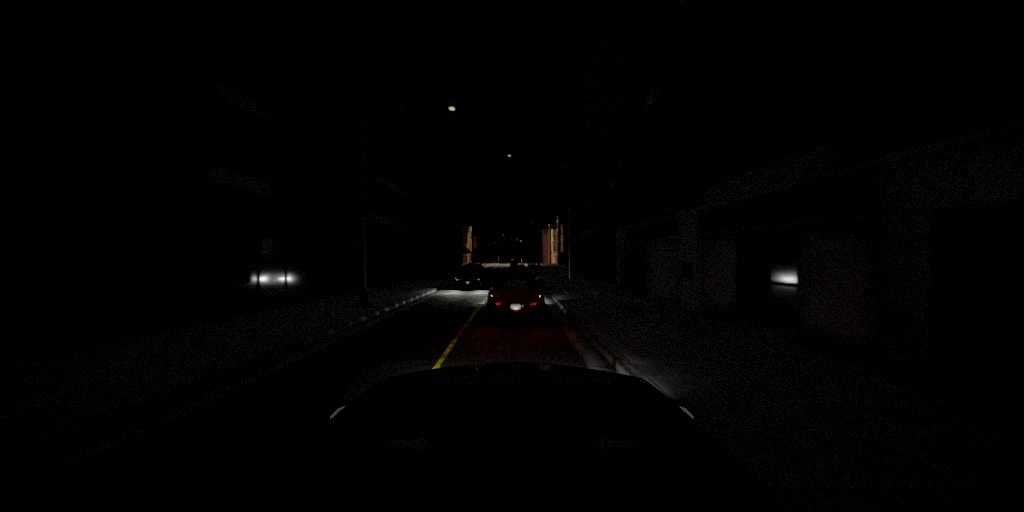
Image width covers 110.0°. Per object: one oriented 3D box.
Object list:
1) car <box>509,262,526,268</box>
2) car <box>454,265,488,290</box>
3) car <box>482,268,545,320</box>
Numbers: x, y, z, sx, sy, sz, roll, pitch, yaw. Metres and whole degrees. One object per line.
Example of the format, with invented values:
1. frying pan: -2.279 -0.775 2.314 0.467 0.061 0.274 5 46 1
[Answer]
1. car: 0.479 1.417 28.974 2.033 1.411 5.357 0 0 1
2. car: -2.601 1.351 23.785 1.837 1.490 4.892 0 0 1
3. car: 0.147 1.323 12.723 1.812 1.442 4.674 0 0 1
